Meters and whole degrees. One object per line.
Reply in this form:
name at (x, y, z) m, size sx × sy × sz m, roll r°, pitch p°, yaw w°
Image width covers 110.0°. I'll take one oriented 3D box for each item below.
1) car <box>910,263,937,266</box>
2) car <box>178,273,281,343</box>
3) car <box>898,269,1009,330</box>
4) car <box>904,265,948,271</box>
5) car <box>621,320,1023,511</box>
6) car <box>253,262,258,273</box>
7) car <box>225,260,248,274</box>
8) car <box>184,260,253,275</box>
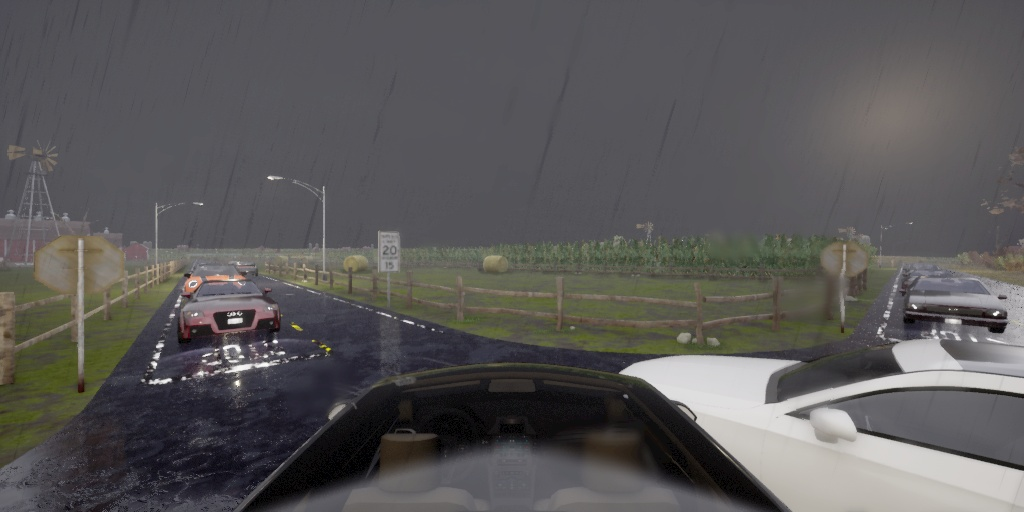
car at (31.032, 1.314, 27.066) m, size 4.902 × 1.511 × 2.128 m, roll 0°, pitch 1°, yaw -42°
car at (-7.858, 1.350, 9.934) m, size 1.994 × 1.385 × 4.181 m, roll 0°, pitch 0°, yaw -42°
car at (13.611, 1.335, 11.232) m, size 5.357 × 1.411 × 2.033 m, roll 0°, pitch 1°, yaw -42°
car at (21.000, 1.363, 17.960) m, size 4.181 × 1.385 × 1.994 m, roll 0°, pitch 1°, yaw -43°
car at (2.855, 1.293, 2.254) m, size 1.812 × 1.442 × 4.674 m, roll 0°, pitch 1°, yaw -43°
car at (-26.676, 1.262, 35.811) m, size 2.128 × 1.511 × 4.902 m, roll 0°, pitch 0°, yaw -41°
car at (-33.332, 1.278, 43.327) m, size 1.837 × 1.490 × 4.892 m, roll 0°, pitch 0°, yaw -41°
car at (-13.578, 1.131, 16.467) m, size 2.097 × 1.767 × 4.553 m, roll 0°, pitch 0°, yaw -41°
